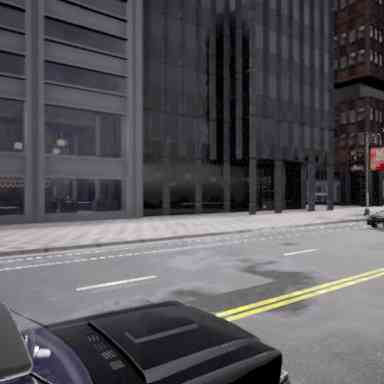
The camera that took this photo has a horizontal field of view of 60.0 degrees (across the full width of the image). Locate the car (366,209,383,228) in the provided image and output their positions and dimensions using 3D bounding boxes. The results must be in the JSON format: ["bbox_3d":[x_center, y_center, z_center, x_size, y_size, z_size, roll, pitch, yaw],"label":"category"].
[{"bbox_3d":[13.235,1.552,21.098,5.357,1.411,2.033,0,0,-35],"label":"car"}]

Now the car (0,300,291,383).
[{"bbox_3d":[-1.442,1.601,2.410,4.718,1.301,1.895,0,0,-35],"label":"car"}]
